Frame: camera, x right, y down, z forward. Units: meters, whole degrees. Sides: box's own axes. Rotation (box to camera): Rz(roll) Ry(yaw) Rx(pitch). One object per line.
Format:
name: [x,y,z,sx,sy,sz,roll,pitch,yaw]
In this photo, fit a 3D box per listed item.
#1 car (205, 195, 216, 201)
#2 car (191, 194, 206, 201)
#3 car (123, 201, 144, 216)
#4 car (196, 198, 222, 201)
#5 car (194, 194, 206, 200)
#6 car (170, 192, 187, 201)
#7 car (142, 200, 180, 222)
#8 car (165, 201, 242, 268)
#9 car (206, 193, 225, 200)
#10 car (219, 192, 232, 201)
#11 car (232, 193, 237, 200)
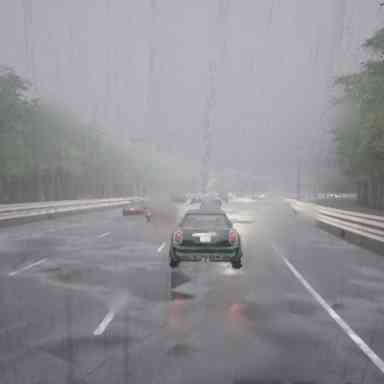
car: [4.247,1.373,77.358,1.994,1.385,4.181,0,0,11]
car: [1.139,1.237,57.576,2.097,1.767,4.553,0,0,8]
car: [-5.244,1.512,32.177,1.994,1.385,4.181,1,0,5]
car: [1.710,1.536,32.252,1.994,1.385,4.181,0,0,5]
car: [2.157,1.327,84.897,2.033,1.411,5.357,0,0,12]
car: [-2.373,1.096,58.689,2.150,2.045,5.566,0,0,9]
car: [-2.216,1.576,25.621,1.895,1.301,4.718,0,0,4]
car: [0.460,1.346,11.500,2.097,1.767,4.553,0,0,2]
car: [3.522,1.402,49.726,1.882,1.535,5.008,0,0,7]
car: [6.687,1.074,71.140,2.150,2.045,5.566,0,0,10]
car: [10.044,1.382,88.456,1.895,1.301,4.718,0,0,12]
